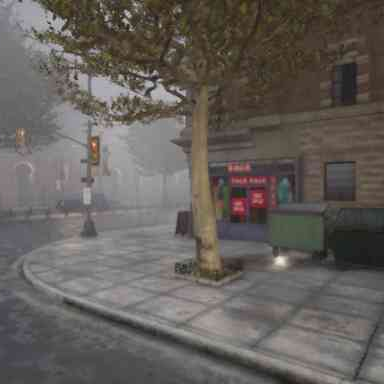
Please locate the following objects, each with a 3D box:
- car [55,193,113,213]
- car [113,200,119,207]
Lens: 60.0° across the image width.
[{"bbox_3d":[-11.560,1.114,35.146,2.150,2.045,5.566,0,0,36],"label":"car"},{"bbox_3d":[-12.291,1.464,45.404,1.895,1.301,4.718,0,0,36],"label":"car"}]
